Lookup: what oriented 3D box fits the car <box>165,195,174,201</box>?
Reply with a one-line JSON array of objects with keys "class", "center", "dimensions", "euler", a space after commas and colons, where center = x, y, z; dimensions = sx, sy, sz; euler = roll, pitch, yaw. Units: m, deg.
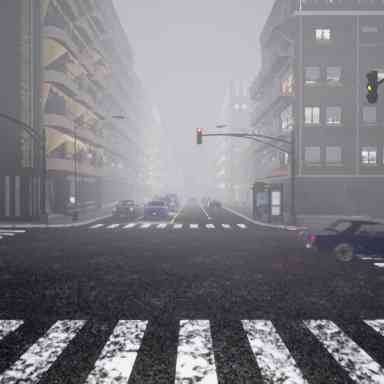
[{"class": "car", "center": [-5.716, 1.543, 85.631], "dimensions": [2.008, 1.369, 4.403], "euler": [0, 0, 0]}]

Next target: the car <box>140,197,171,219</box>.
[{"class": "car", "center": [-3.096, 1.474, 29.325], "dimensions": [1.882, 1.535, 5.008], "euler": [0, 0, -1]}]

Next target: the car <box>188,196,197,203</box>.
[{"class": "car", "center": [0.079, 1.559, 69.743], "dimensions": [1.994, 1.385, 4.181], "euler": [0, 0, 0]}]

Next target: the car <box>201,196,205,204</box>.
[{"class": "car", "center": [2.675, 1.541, 46.156], "dimensions": [1.887, 1.381, 4.507], "euler": [0, 0, 0]}]

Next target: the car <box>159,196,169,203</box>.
[{"class": "car", "center": [-5.712, 1.520, 68.545], "dimensions": [1.752, 1.417, 4.829], "euler": [0, 0, 0]}]

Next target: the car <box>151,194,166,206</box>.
[{"class": "car", "center": [-5.710, 1.311, 57.437], "dimensions": [2.192, 1.841, 5.009], "euler": [0, 0, 0]}]

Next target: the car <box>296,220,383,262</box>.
[{"class": "car", "center": [6.309, 1.693, 11.743], "dimensions": [4.718, 1.301, 1.895], "euler": [2, 0, -1]}]

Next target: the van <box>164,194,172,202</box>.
[{"class": "van", "center": [-5.715, 1.335, 79.992], "dimensions": [1.690, 1.788, 3.998], "euler": [0, 0, 0]}]

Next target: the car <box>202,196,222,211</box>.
[{"class": "car", "center": [2.676, 1.547, 40.518], "dimensions": [2.008, 1.369, 4.403], "euler": [0, 0, 0]}]

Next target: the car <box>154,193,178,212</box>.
[{"class": "car", "center": [-3.099, 1.348, 38.953], "dimensions": [2.097, 1.767, 4.553], "euler": [0, 0, 0]}]

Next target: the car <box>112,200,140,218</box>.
[{"class": "car", "center": [-5.701, 1.437, 29.244], "dimensions": [1.967, 1.590, 4.097], "euler": [0, 0, 0]}]

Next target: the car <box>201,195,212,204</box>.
[{"class": "car", "center": [2.670, 1.435, 63.073], "dimensions": [1.967, 1.590, 4.097], "euler": [0, 0, 0]}]
